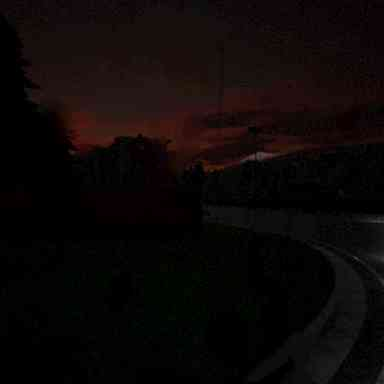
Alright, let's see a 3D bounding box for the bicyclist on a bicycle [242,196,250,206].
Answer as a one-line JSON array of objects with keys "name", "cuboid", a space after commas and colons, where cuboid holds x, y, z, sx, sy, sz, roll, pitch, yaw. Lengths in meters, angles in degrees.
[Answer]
[{"name": "bicyclist on a bicycle", "cuboid": [8.412, 1.443, 51.503, 1.656, 1.620, 0.582, 0, 0, -32]}]
